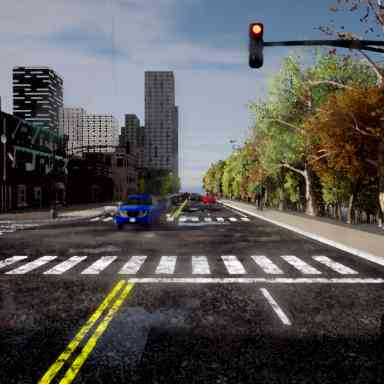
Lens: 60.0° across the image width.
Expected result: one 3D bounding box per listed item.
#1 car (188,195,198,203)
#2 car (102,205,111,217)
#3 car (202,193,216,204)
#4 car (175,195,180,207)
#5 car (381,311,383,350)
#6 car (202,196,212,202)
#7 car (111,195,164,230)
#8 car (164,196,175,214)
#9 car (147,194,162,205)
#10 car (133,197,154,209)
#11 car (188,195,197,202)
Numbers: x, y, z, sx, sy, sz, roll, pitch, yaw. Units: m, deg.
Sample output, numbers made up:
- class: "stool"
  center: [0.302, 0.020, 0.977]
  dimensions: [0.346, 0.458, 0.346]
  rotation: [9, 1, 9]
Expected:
- class: "car"
  center: [0.204, 1.467, 66.209]
  dimensions: [2.128, 1.511, 4.902]
  rotation: [0, 0, 0]
- class: "car"
  center: [-6.735, 1.592, 30.908]
  dimensions: [1.895, 1.301, 4.718]
  rotation: [0, 0, 4]
- class: "car"
  center: [3.449, 1.197, 65.309]
  dimensions: [2.150, 2.045, 5.566]
  rotation: [0, 0, 1]
- class: "car"
  center: [-3.259, 1.583, 51.964]
  dimensions: [1.895, 1.301, 4.718]
  rotation: [0, 0, 0]
- class: "car"
  center: [3.355, 1.491, 2.362]
  dimensions: [2.128, 1.511, 4.902]
  rotation: [0, 0, 0]
- class: "car"
  center: [3.371, 1.522, 75.893]
  dimensions: [1.994, 1.385, 4.181]
  rotation: [0, 0, 0]
- class: "car"
  center: [-3.317, 1.217, 21.368]
  dimensions: [2.150, 2.045, 5.566]
  rotation: [0, 0, 0]
- class: "car"
  center: [-3.290, 1.340, 35.633]
  dimensions: [2.097, 1.767, 4.553]
  rotation: [0, 0, 0]
- class: "car"
  center: [-6.484, 1.331, 58.514]
  dimensions: [2.097, 1.767, 4.553]
  rotation: [0, 0, 0]
- class: "car"
  center: [-6.525, 1.477, 45.096]
  dimensions: [2.128, 1.511, 4.902]
  rotation: [0, 0, 0]
- class: "car"
  center: [0.125, 1.447, 76.516]
  dimensions: [1.882, 1.535, 5.008]
  rotation: [0, 0, 0]
